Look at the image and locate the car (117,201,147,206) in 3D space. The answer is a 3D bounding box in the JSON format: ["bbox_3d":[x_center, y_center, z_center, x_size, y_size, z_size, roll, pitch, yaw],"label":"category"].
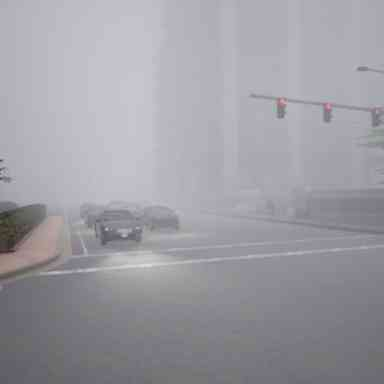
[{"bbox_3d":[-5.664,1.866,31.646,1.812,1.442,4.674,0,-1,-21],"label":"car"}]

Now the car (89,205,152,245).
[{"bbox_3d":[-3.803,1.664,16.860,2.128,1.511,4.902,0,-1,-21],"label":"car"}]

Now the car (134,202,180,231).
[{"bbox_3d":[-2.343,1.694,22.876,1.882,1.535,5.008,0,-1,-21],"label":"car"}]

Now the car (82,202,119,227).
[{"bbox_3d":[-7.173,1.776,25.741,1.882,1.535,5.008,0,-1,-21],"label":"car"}]

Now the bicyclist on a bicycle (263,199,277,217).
[{"bbox_3d":[7.313,1.493,31.203,1.656,1.620,0.582,-1,-1,-21],"label":"bicyclist on a bicycle"}]

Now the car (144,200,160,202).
[{"bbox_3d":[-5.834,2.075,52.380,1.812,1.442,4.674,0,-1,-21],"label":"car"}]

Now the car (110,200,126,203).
[{"bbox_3d":[-9.308,1.829,41.272,2.097,1.767,4.553,0,-1,-21],"label":"car"}]

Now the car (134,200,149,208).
[{"bbox_3d":[-9.478,2.189,61.953,1.837,1.490,4.892,0,-1,-21],"label":"car"}]

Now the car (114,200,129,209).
[{"bbox_3d":[-12.889,2.189,60.833,1.882,1.535,5.008,0,-1,-21],"label":"car"}]

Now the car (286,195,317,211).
[{"bbox_3d":[14.374,1.411,43.996,1.905,1.878,3.866,0,-1,-20],"label":"car"}]

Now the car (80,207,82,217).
[{"bbox_3d":[-10.664,1.920,34.958,2.128,1.511,4.902,0,-1,-21],"label":"car"}]

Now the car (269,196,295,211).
[{"bbox_3d":[11.618,1.431,42.969,1.905,1.878,3.866,0,-1,-20],"label":"car"}]
